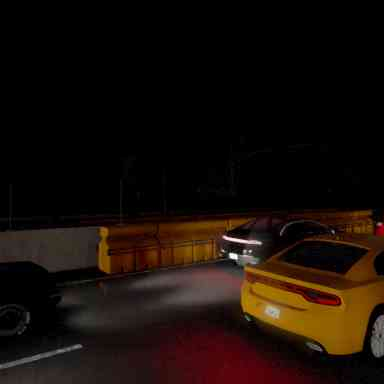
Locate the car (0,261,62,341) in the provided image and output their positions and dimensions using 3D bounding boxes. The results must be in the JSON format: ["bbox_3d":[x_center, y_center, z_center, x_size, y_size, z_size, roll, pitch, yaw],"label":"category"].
[{"bbox_3d":[-4.502,1.601,4.833,4.718,1.301,1.895,0,0,-36],"label":"car"}]

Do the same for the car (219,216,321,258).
[{"bbox_3d":[3.074,1.492,10.240,4.902,1.511,2.128,0,0,-36],"label":"car"}]

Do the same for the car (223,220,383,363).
[{"bbox_3d":[3.111,1.478,5.969,5.008,1.535,1.882,0,0,-36],"label":"car"}]
